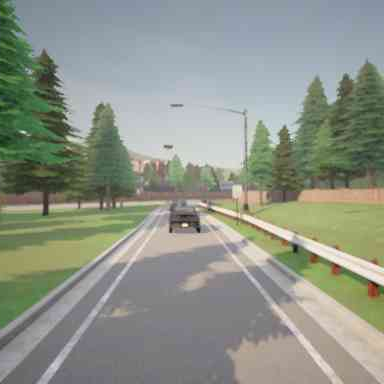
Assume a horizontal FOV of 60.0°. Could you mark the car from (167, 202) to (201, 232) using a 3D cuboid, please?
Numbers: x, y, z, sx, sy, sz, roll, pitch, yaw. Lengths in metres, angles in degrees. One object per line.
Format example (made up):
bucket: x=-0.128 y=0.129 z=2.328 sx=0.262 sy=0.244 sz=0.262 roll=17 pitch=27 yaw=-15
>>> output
car: x=-0.492 y=1.584 z=20.704 sx=1.837 sy=1.490 sz=4.892 roll=0 pitch=0 yaw=-3

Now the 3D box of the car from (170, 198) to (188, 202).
car: x=-1.520 y=1.505 z=39.304 sx=2.097 sy=1.767 sz=4.553 roll=0 pitch=0 yaw=-3
